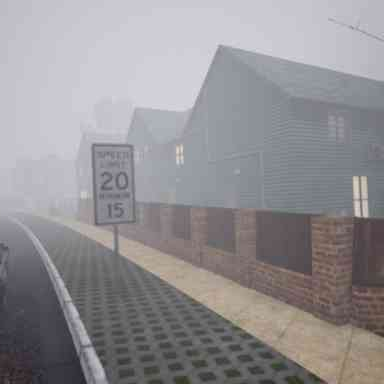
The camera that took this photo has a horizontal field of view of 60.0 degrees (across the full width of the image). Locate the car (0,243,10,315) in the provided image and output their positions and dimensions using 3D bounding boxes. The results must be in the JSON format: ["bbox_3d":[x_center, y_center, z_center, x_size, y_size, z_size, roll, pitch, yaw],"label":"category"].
[{"bbox_3d":[-4.891,1.627,6.956,1.895,1.301,4.718,-2,1,-28],"label":"car"}]
